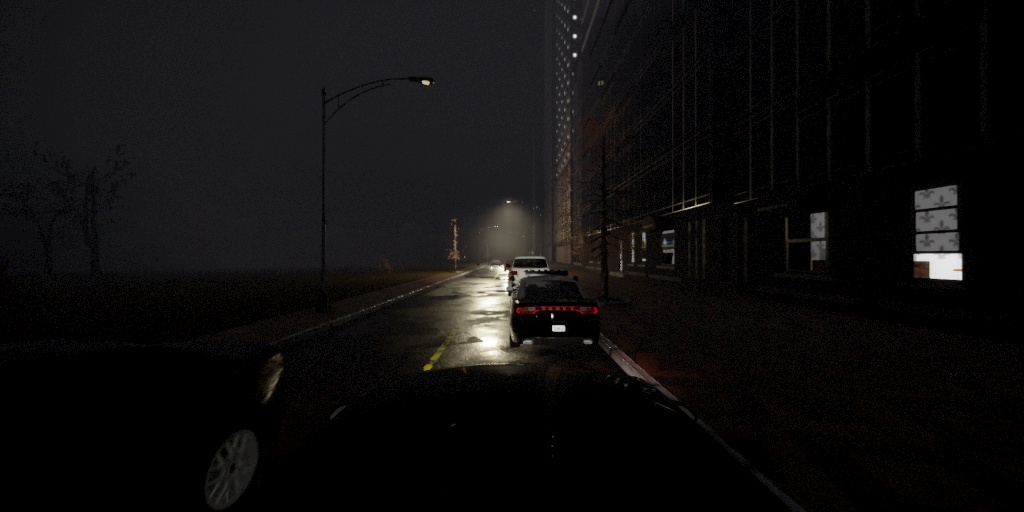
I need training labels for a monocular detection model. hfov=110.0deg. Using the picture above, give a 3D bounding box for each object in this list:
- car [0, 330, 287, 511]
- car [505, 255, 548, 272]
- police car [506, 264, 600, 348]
[{"bbox_3d":[-3.099,1.227,1.362,1.882,1.535,5.008,0,0,0],"label":"car"},{"bbox_3d":[0.870,0.980,19.340,2.150,2.045,5.566,0,0,0],"label":"car"},{"bbox_3d":[0.886,1.177,9.419,1.930,1.638,5.238,0,0,0],"label":"police car"}]
